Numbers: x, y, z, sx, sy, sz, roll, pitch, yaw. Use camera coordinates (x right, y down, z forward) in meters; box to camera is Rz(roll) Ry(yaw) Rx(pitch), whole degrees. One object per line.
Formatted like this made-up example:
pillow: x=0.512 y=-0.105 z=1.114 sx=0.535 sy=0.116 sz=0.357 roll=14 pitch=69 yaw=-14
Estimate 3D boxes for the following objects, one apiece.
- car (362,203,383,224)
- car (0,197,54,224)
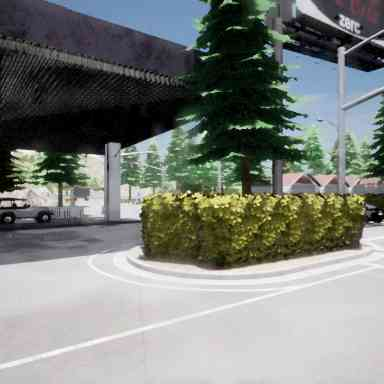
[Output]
car: x=10.678 y=1.366 z=22.552 sx=1.994 sy=1.385 sz=4.181 roll=0 pitch=0 yaw=-35
car: x=-11.956 y=1.313 z=23.490 sx=3.866 sy=1.878 sz=1.905 roll=0 pitch=0 yaw=-36
